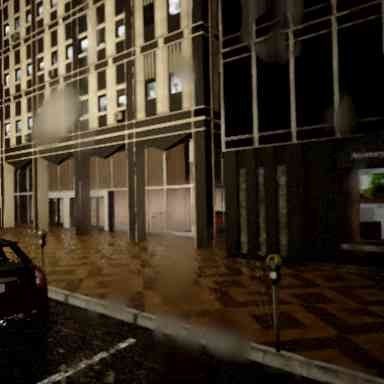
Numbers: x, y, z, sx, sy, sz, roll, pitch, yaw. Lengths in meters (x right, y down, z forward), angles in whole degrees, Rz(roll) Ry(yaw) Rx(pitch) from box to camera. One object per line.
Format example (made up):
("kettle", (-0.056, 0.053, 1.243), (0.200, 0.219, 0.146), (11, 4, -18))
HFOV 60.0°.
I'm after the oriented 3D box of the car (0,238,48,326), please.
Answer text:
("car", (-4.501, 1.498, 6.112), (4.097, 1.590, 1.967), (-1, -1, 36))
